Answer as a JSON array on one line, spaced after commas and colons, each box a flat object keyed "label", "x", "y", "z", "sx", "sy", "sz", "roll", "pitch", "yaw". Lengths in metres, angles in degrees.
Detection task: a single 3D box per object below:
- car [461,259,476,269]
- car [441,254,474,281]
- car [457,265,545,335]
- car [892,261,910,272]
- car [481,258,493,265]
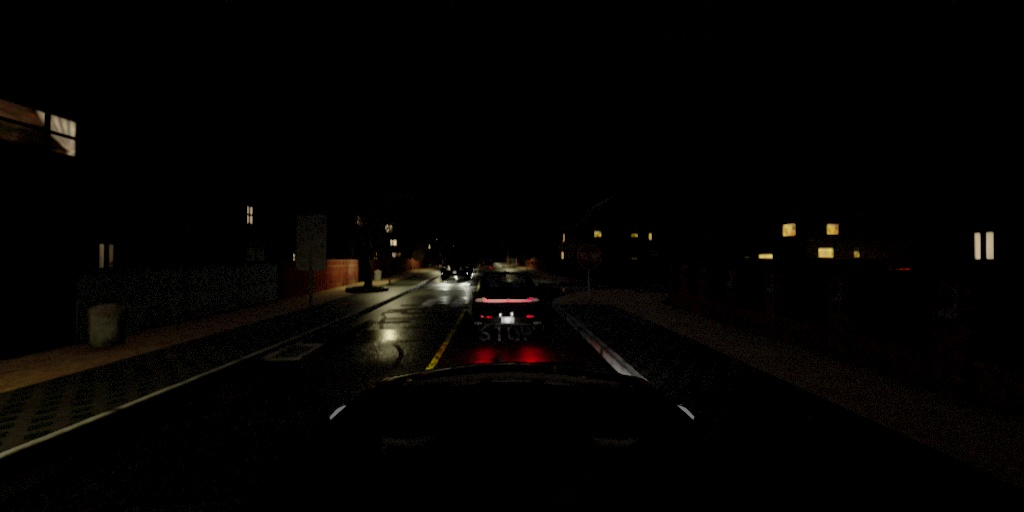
[{"label": "car", "x": -6.535, "y": 1.132, "z": 54.851, "sx": 2.033, "sy": 1.411, "sz": 5.357, "roll": 0, "pitch": 0, "yaw": -4}, {"label": "car", "x": -4.426, "y": 0.830, "z": 28.962, "sx": 2.150, "sy": 2.045, "sz": 5.566, "roll": 0, "pitch": 0, "yaw": -5}, {"label": "car", "x": -0.196, "y": 1.191, "z": 10.332, "sx": 2.128, "sy": 1.511, "sz": 4.902, "roll": 0, "pitch": 0, "yaw": -2}, {"label": "car", "x": 25.705, "y": 0.934, "z": 21.575, "sx": 4.892, "sy": 1.490, "sz": 1.837, "roll": 0, "pitch": -1, "yaw": -6}, {"label": "car", "x": -4.394, "y": 1.122, "z": 62.882, "sx": 1.812, "sy": 1.442, "sz": 4.674, "roll": 0, "pitch": 0, "yaw": -5}]
